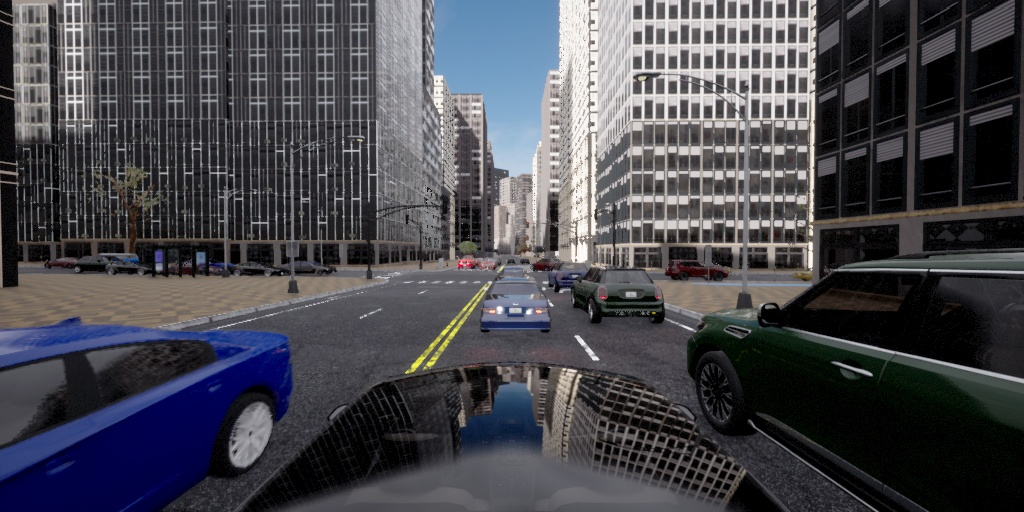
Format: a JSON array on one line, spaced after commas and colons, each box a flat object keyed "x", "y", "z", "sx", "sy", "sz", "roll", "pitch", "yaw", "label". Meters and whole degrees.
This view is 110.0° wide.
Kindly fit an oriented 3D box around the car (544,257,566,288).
[{"x": 3.322, "y": 1.091, "z": 21.034, "sx": 2.097, "sy": 1.767, "sz": 4.553, "roll": 0, "pitch": 0, "yaw": 0, "label": "car"}]

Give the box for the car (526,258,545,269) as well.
[{"x": 4.123, "y": 1.054, "z": 42.847, "sx": 2.097, "sy": 1.767, "sz": 4.553, "roll": 1, "pitch": 0, "yaw": -29, "label": "car"}]

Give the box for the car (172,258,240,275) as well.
[{"x": -29.817, "y": 0.976, "z": 35.018, "sx": 5.008, "sy": 1.535, "sz": 1.882, "roll": 1, "pitch": 1, "yaw": 1, "label": "car"}]

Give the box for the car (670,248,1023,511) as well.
[{"x": 3.346, "y": 0.971, "z": 2.323, "sx": 2.150, "sy": 2.045, "sz": 5.566, "roll": 0, "pitch": 0, "yaw": 0, "label": "car"}]

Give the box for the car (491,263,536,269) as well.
[{"x": 0.073, "y": 1.304, "z": 19.969, "sx": 1.994, "sy": 1.385, "sz": 4.181, "roll": 0, "pitch": 0, "yaw": 0, "label": "car"}]

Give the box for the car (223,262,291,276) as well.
[{"x": -22.775, "y": 1.172, "z": 32.176, "sx": 4.313, "sy": 1.339, "sz": 1.948, "roll": 0, "pitch": 0, "yaw": 1, "label": "car"}]

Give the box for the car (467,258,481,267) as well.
[{"x": -6.648, "y": 1.176, "z": 63.660, "sx": 1.882, "sy": 1.535, "sz": 5.008, "roll": 0, "pitch": 0, "yaw": 1, "label": "car"}]

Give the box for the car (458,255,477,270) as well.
[{"x": -6.662, "y": 0.933, "z": 53.315, "sx": 2.150, "sy": 2.045, "sz": 5.566, "roll": 0, "pitch": 0, "yaw": 0, "label": "car"}]

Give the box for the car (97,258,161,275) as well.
[{"x": -34.140, "y": 1.068, "z": 32.467, "sx": 4.313, "sy": 1.339, "sz": 1.948, "roll": 0, "pitch": 0, "yaw": 1, "label": "car"}]

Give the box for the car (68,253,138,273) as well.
[{"x": -39.848, "y": 0.759, "z": 35.214, "sx": 4.553, "sy": 1.767, "sz": 2.097, "roll": 1, "pitch": 1, "yaw": 1, "label": "car"}]

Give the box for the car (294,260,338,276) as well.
[{"x": -19.957, "y": 1.135, "z": 34.831, "sx": 5.357, "sy": 1.411, "sz": 2.033, "roll": 1, "pitch": 1, "yaw": 1, "label": "car"}]

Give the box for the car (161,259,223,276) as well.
[{"x": -28.459, "y": 1.136, "z": 32.302, "sx": 4.207, "sy": 1.307, "sz": 1.802, "roll": 0, "pitch": 0, "yaw": 1, "label": "car"}]

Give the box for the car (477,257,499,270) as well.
[{"x": -3.384, "y": 1.066, "z": 51.167, "sx": 2.097, "sy": 1.767, "sz": 4.553, "roll": 0, "pitch": 0, "yaw": -1, "label": "car"}]

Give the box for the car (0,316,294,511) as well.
[{"x": -3.349, "y": 1.227, "z": 1.894, "sx": 1.882, "sy": 1.535, "sz": 5.008, "roll": 0, "pitch": 0, "yaw": 0, "label": "car"}]

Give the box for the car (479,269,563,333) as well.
[{"x": 0.089, "y": 1.293, "z": 10.726, "sx": 2.033, "sy": 1.411, "sz": 5.357, "roll": 0, "pitch": 0, "yaw": 0, "label": "car"}]

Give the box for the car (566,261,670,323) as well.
[{"x": 3.335, "y": 1.097, "z": 12.169, "sx": 2.097, "sy": 1.767, "sz": 4.553, "roll": 0, "pitch": 0, "yaw": 0, "label": "car"}]
